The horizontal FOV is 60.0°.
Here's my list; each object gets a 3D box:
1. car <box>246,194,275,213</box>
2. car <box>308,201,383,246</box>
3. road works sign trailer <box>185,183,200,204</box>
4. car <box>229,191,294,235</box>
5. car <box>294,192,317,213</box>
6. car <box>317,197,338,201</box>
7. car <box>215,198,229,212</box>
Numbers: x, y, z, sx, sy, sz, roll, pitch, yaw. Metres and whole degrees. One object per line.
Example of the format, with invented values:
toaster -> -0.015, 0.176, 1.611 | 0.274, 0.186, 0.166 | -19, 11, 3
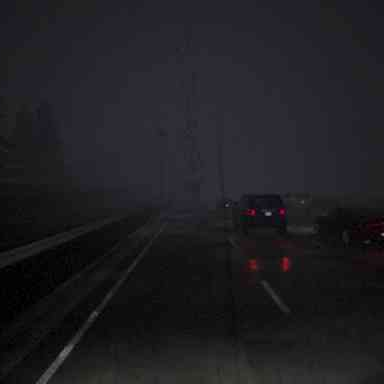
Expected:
car -> 7.089, 1.146, 34.994 | 2.097, 1.767, 4.553 | 0, 0, 0
car -> 7.096, 1.390, 14.721 | 1.882, 1.535, 5.008 | 0, 0, 0
road works sign trailer -> -0.021, 0.130, 56.808 | 2.380, 3.560, 2.880 | 0, 0, 0
car -> 3.593, 1.113, 18.333 | 2.150, 2.045, 5.566 | 0, 0, 0
car -> 10.587, 1.018, 34.468 | 2.150, 2.045, 5.566 | 0, 0, 0
car -> 14.089, 1.284, 35.275 | 2.128, 1.511, 4.902 | 0, 0, 0
car -> 3.589, 1.351, 36.048 | 1.994, 1.385, 4.181 | 0, 0, 0
